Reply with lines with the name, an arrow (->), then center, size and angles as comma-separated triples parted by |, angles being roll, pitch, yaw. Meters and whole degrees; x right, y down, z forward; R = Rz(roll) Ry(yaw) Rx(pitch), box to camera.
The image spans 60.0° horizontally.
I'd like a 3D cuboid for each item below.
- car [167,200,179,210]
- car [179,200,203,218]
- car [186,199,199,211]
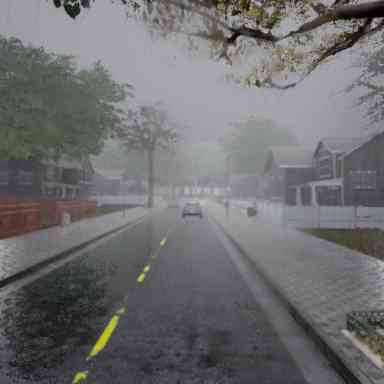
car -> -2.696, 1.913, 49.449 | 2.033, 1.411, 5.357 | 0, 0, 0
car -> 0.046, 1.767, 32.872 | 1.994, 1.385, 4.181 | 0, 0, 1
car -> 0.106, 1.813, 47.160 | 1.812, 1.442, 4.674 | 0, 0, 1
